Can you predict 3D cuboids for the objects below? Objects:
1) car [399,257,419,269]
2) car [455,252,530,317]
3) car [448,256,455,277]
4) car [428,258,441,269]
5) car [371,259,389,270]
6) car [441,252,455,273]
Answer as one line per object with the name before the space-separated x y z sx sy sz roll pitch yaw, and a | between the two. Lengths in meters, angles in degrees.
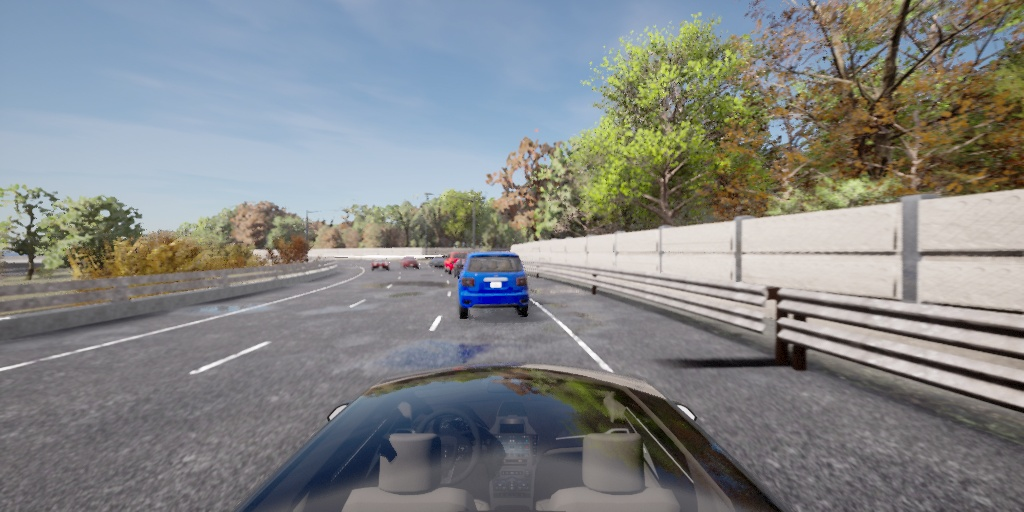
car | -12.886 0.864 44.736 1.812 1.442 4.674 0 1 -24
car | -0.773 0.860 12.768 2.150 2.045 5.566 0 1 -7
car | -3.514 0.978 27.881 2.128 1.511 4.902 0 1 -13
car | -9.300 0.886 45.349 1.994 1.385 4.181 0 1 -24
car | -15.483 0.976 41.960 1.895 1.301 4.718 0 1 -23
car | -5.184 0.645 34.392 2.150 2.045 5.566 0 1 -16
